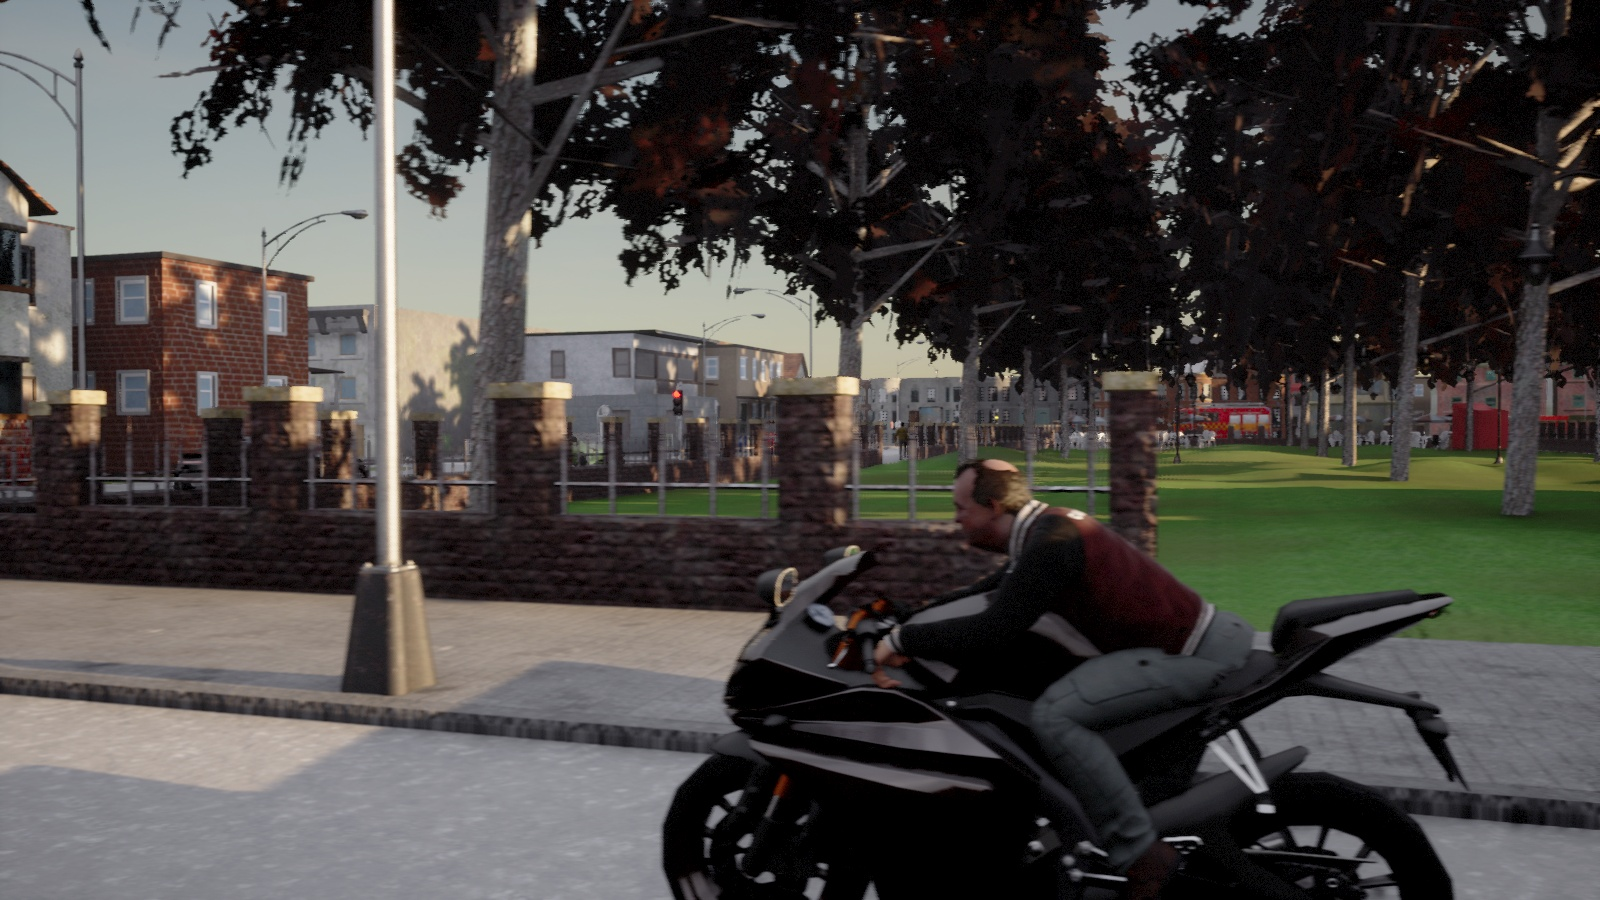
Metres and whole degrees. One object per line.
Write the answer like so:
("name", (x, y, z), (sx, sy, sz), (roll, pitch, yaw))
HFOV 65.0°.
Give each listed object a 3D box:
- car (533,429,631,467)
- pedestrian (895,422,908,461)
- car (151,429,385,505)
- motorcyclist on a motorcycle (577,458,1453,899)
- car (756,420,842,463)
("car", (-9.261, -0.111, 53.050), (2.007, 1.525, 4.514), (0, 1, -41))
("pedestrian", (4.842, -0.405, 59.907), (0.431, 1.840, 0.709), (1, 1, 19))
("car", (-11.572, 0.294, 27.770), (2.128, 1.511, 4.902), (0, 1, 17))
("motorcyclist on a motorcycle", (0.554, 0.806, 3.589), (2.191, 1.530, 0.866), (0, 1, 17))
("car", (0.020, -0.450, 62.181), (2.150, 2.045, 5.566), (1, 1, 24))
